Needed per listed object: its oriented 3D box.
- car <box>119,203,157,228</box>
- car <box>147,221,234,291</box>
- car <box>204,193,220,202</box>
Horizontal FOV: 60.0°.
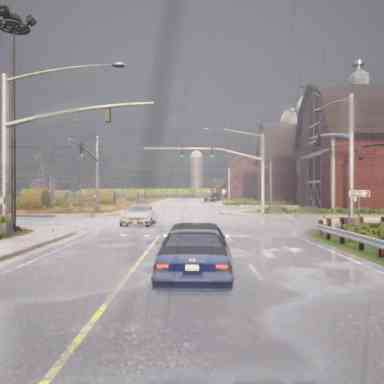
[{"bbox_3d":[-3.423,1.504,22.349,1.812,1.442,4.674,0,0,1],"label":"car"},{"bbox_3d":[0.090,1.552,9.121,2.033,1.411,5.357,0,0,2],"label":"car"},{"bbox_3d":[4.438,1.178,73.587,1.905,1.878,3.866,-8,3,-42],"label":"car"}]
